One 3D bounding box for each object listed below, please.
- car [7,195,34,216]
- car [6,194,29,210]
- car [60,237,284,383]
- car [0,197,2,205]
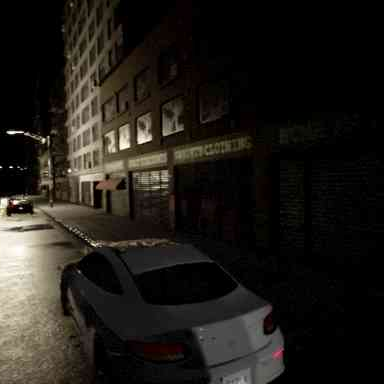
[{"bbox_3d":[-14.656,1.248,28.443,1.994,1.385,4.181,-3,2,-28],"label":"car"},{"bbox_3d":[-19.827,1.096,37.809,2.128,1.511,4.902,-3,2,-28],"label":"car"},{"bbox_3d":[-0.731,1.406,4.831,1.812,1.442,4.674,-2,2,-29],"label":"car"},{"bbox_3d":[-28.275,1.180,47.504,1.994,1.385,4.181,-3,2,-29],"label":"car"}]
